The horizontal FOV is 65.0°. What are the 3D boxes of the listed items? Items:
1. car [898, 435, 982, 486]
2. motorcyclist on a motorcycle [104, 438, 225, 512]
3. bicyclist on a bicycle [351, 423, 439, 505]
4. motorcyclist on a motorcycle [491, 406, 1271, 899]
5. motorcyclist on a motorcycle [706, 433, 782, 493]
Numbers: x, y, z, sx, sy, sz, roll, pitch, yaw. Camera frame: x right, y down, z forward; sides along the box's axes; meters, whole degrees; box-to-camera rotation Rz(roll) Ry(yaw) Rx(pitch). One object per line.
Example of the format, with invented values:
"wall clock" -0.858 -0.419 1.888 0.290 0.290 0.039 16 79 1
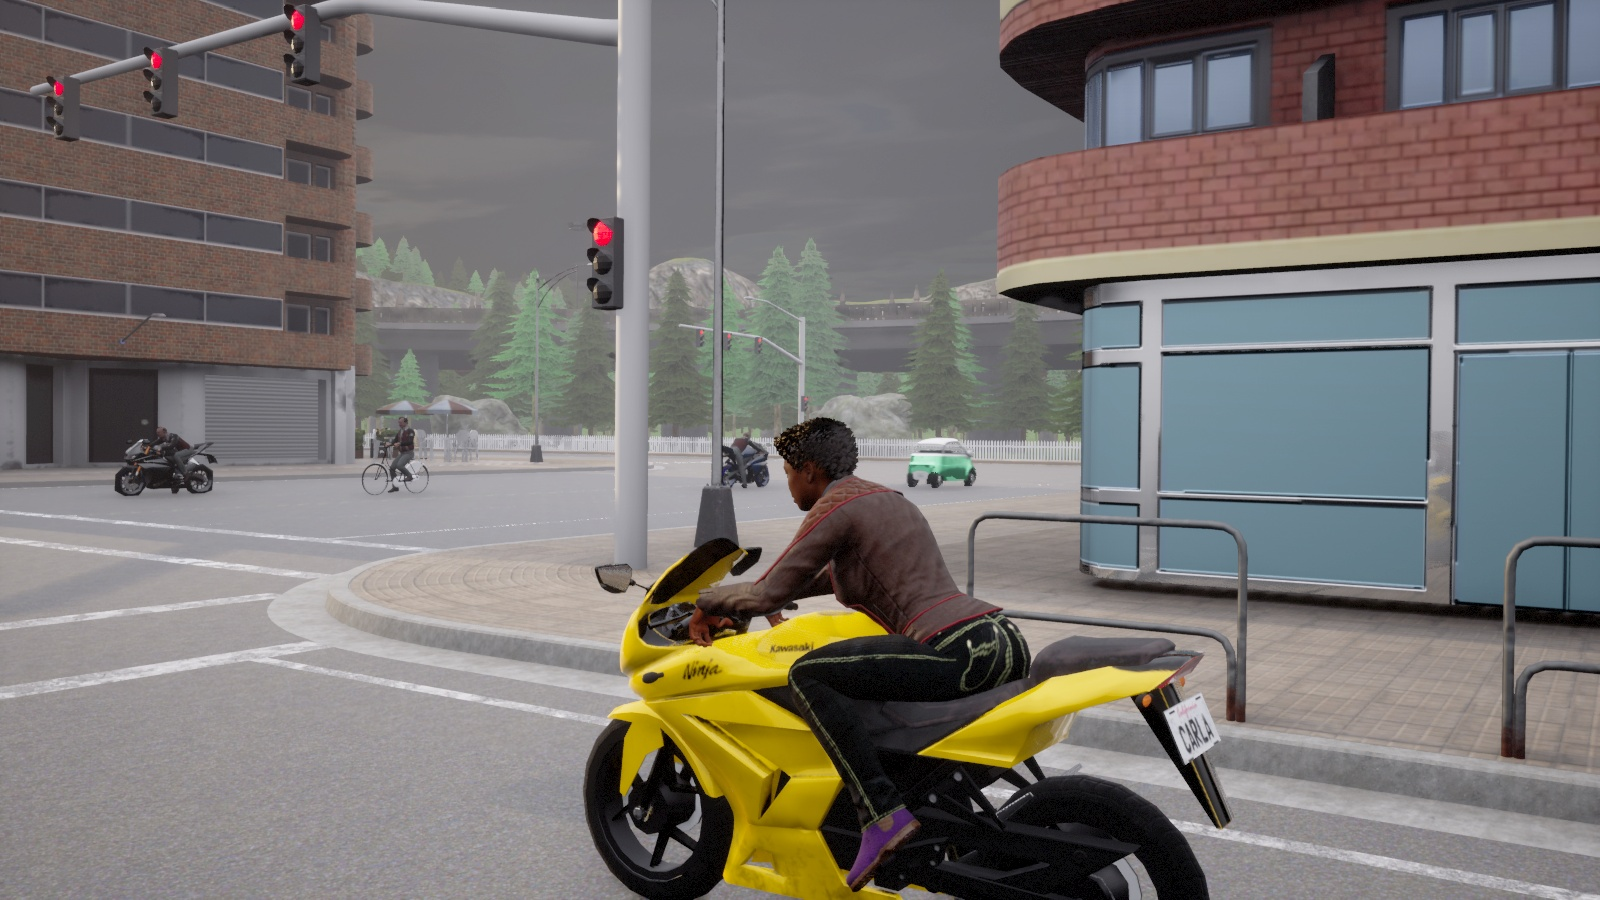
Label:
"car" 3.935 0.271 35.155 1.481 1.376 2.207 0 1 34
"motorcyclist on a motorcycle" -13.873 0.517 27.482 0.866 1.530 2.191 0 1 34
"bicyclist on a bicycle" -9.107 0.298 28.300 0.659 1.776 1.843 0 1 34
"motorcyclist on a motorcycle" 0.158 0.664 3.519 2.044 1.523 0.797 0 1 34
"motorcyclist on a motorcycle" -1.464 0.324 33.396 0.866 1.530 2.191 0 1 34
